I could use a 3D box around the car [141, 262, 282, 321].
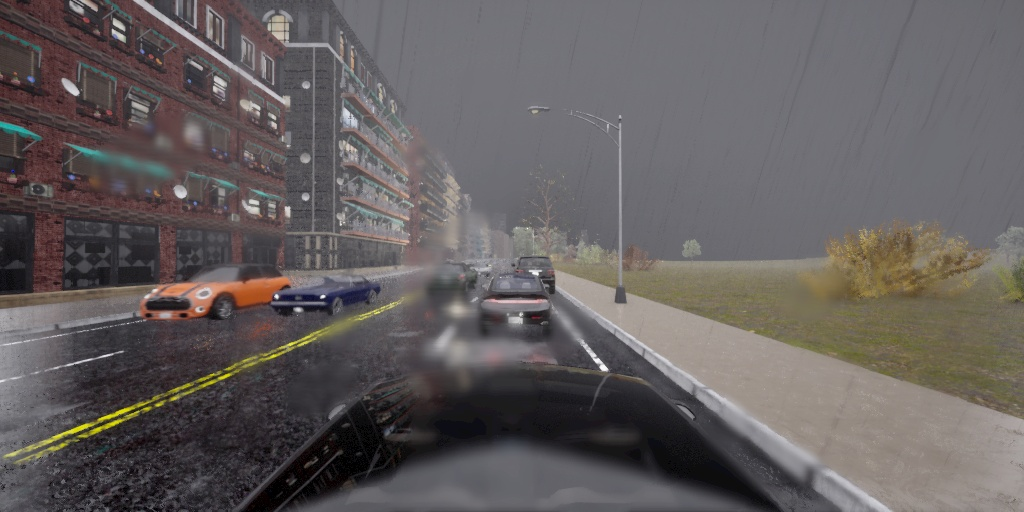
[{"bbox_3d":[-9.838,1.104,12.439,2.097,1.767,4.553,0,0,0],"label":"car"}]

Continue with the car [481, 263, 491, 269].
[{"bbox_3d":[-3.116,1.355,36.413,1.895,1.301,4.718,0,0,0],"label":"car"}]

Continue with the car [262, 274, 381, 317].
[{"bbox_3d":[-6.586,1.353,13.271,1.895,1.301,4.718,0,0,0],"label":"car"}]

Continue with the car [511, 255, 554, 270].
[{"bbox_3d":[1.158,0.978,20.313,2.150,2.045,5.566,0,0,0],"label":"car"}]

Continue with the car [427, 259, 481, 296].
[{"bbox_3d":[-3.141,1.108,19.682,2.097,1.767,4.553,0,0,2],"label":"car"}]

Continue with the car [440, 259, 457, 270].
[{"bbox_3d":[-9.787,1.258,55.487,1.837,1.490,4.892,0,0,0],"label":"car"}]

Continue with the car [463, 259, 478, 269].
[{"bbox_3d":[-6.535,1.258,56.700,1.837,1.490,4.892,0,0,0],"label":"car"}]

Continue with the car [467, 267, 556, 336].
[{"bbox_3d":[0.111,1.243,10.444,2.128,1.511,4.902,0,0,0],"label":"car"}]
